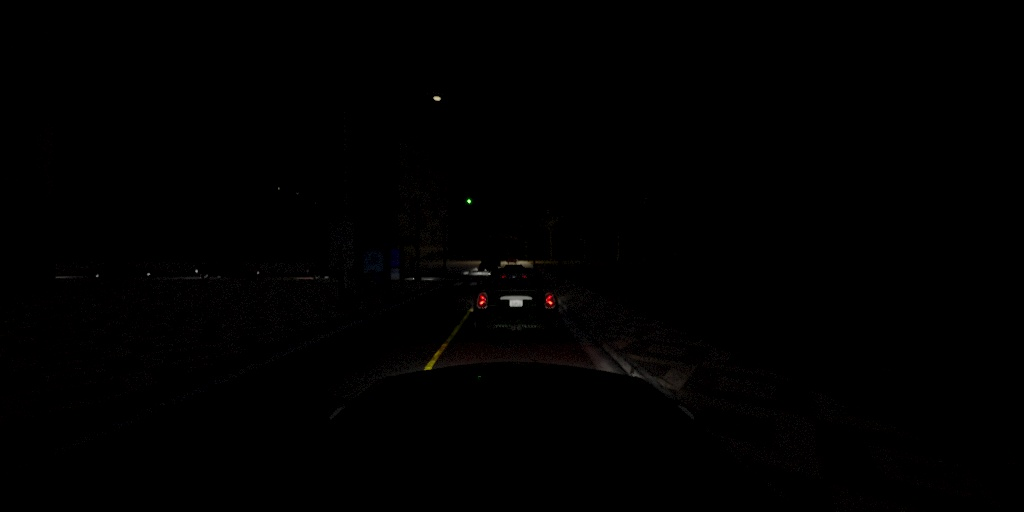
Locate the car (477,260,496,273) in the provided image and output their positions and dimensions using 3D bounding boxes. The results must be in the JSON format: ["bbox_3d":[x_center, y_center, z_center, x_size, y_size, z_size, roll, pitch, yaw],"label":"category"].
[{"bbox_3d":[-3.075,1.222,44.202,2.033,1.411,5.357,0,0,0],"label":"car"}]

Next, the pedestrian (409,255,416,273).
[{"bbox_3d":[-10.064,0.776,36.219,0.375,1.860,0.375,0,0,1],"label":"pedestrian"}]

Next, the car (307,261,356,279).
[{"bbox_3d":[-14.522,1.173,30.101,4.902,1.511,2.128,0,1,2],"label":"car"}]

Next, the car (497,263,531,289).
[{"bbox_3d":[0.124,1.265,24.275,2.033,1.411,5.357,0,0,0],"label":"car"}]

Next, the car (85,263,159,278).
[{"bbox_3d":[-33.133,1.229,30.589,4.718,1.301,1.895,0,1,1],"label":"car"}]

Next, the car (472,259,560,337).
[{"bbox_3d":[0.097,1.093,10.367,2.097,1.767,4.553,0,0,0],"label":"car"}]

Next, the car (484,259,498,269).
[{"bbox_3d":[-3.061,1.156,53.988,1.837,1.490,4.892,0,0,0],"label":"car"}]

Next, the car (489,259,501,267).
[{"bbox_3d":[-3.040,1.190,64.034,1.994,1.385,4.181,0,0,-1],"label":"car"}]

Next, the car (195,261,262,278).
[{"bbox_3d":[-23.895,1.146,30.344,4.902,1.511,2.128,0,1,1],"label":"car"}]
